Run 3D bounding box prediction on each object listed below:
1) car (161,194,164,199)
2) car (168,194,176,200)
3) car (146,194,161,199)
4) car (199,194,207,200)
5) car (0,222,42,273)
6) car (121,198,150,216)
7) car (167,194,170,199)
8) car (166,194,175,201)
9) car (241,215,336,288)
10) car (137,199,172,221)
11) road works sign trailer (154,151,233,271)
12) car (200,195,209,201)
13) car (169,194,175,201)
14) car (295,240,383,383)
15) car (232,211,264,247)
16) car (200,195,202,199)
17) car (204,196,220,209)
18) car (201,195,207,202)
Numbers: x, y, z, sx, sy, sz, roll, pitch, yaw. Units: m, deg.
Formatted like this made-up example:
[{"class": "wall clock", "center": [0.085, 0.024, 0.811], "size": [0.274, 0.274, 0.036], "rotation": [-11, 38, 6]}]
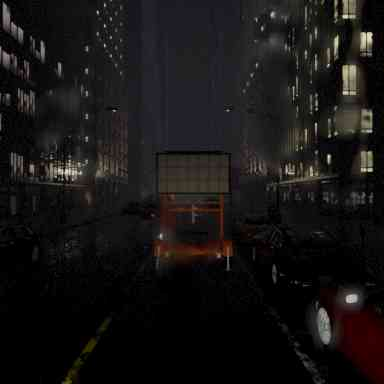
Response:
[{"class": "car", "center": [-5.474, 1.274, 48.752], "size": [2.192, 1.841, 5.009], "rotation": [0, 0, 0]}, {"class": "car", "center": [-5.306, 1.388, 88.311], "size": [1.752, 1.417, 4.829], "rotation": [1, 0, 0]}, {"class": "car", "center": [-5.499, 1.408, 43.077], "size": [1.967, 1.590, 4.097], "rotation": [0, 0, 0]}, {"class": "car", "center": [3.099, 1.390, 94.101], "size": [1.887, 1.381, 4.507], "rotation": [1, 0, 0]}, {"class": "car", "center": [-5.646, 1.550, 9.021], "size": [2.008, 1.369, 4.403], "rotation": [0, 0, 0]}, {"class": "car", "center": [-5.549, 1.527, 31.725], "size": [1.887, 1.381, 4.507], "rotation": [0, 0, 0]}, {"class": "car", "center": [-5.428, 1.519, 60.102], "size": [1.802, 1.307, 4.206], "rotation": [1, 0, 0]}, {"class": "car", "center": [-5.329, 1.320, 82.805], "size": [1.967, 1.590, 4.097], "rotation": [1, 0, 0]}, {"class": "car", "center": [2.734, 1.550, 8.978], "size": [2.008, 1.369, 4.403], "rotation": [0, 0, 0]}, {"class": "car", "center": [-2.888, 1.552, 26.553], "size": [1.994, 1.385, 4.181], "rotation": [0, 0, 0]}, {"class": "road works sign trailer", "center": [0.046, 0.463, 10.901], "size": [2.380, 3.560, 2.880], "rotation": [0, 0, 0]}, {"class": "car", "center": [3.050, 1.446, 82.751], "size": [1.947, 1.339, 4.313], "rotation": [1, 0, 0]}, {"class": "car", "center": [-5.376, 1.226, 71.454], "size": [2.192, 1.841, 5.009], "rotation": [1, 0, 0]}, {"class": "car", "center": [2.710, 1.545, 3.304], "size": [1.887, 1.381, 4.507], "rotation": [0, 0, 0]}, {"class": "car", "center": [2.759, 1.522, 14.825], "size": [1.752, 1.417, 4.829], "rotation": [0, 0, 0]}, {"class": "car", "center": [2.953, 1.519, 60.052], "size": [1.802, 1.307, 4.206], "rotation": [1, 0, 0]}, {"class": "car", "center": [2.880, 1.533, 43.029], "size": [1.947, 1.339, 4.313], "rotation": [0, 0, 0]}, {"class": "car", "center": [2.929, 1.531, 54.378], "size": [1.802, 1.307, 4.206], "rotation": [1, 0, 0]}]
